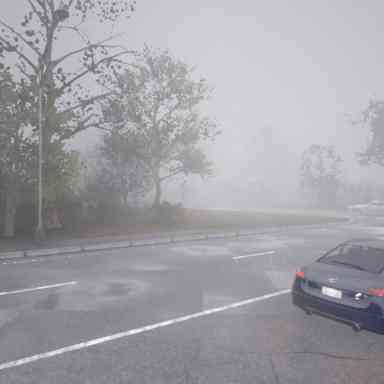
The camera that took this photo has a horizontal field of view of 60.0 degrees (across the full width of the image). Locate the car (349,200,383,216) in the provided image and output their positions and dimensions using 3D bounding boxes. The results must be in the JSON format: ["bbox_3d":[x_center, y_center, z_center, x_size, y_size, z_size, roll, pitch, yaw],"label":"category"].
[{"bbox_3d":[17.367,1.526,31.354,4.674,1.442,1.812,0,1,33],"label":"car"}]

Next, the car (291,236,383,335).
[{"bbox_3d":[3.857,1.564,6.445,4.181,1.385,1.994,0,0,-35],"label":"car"}]
